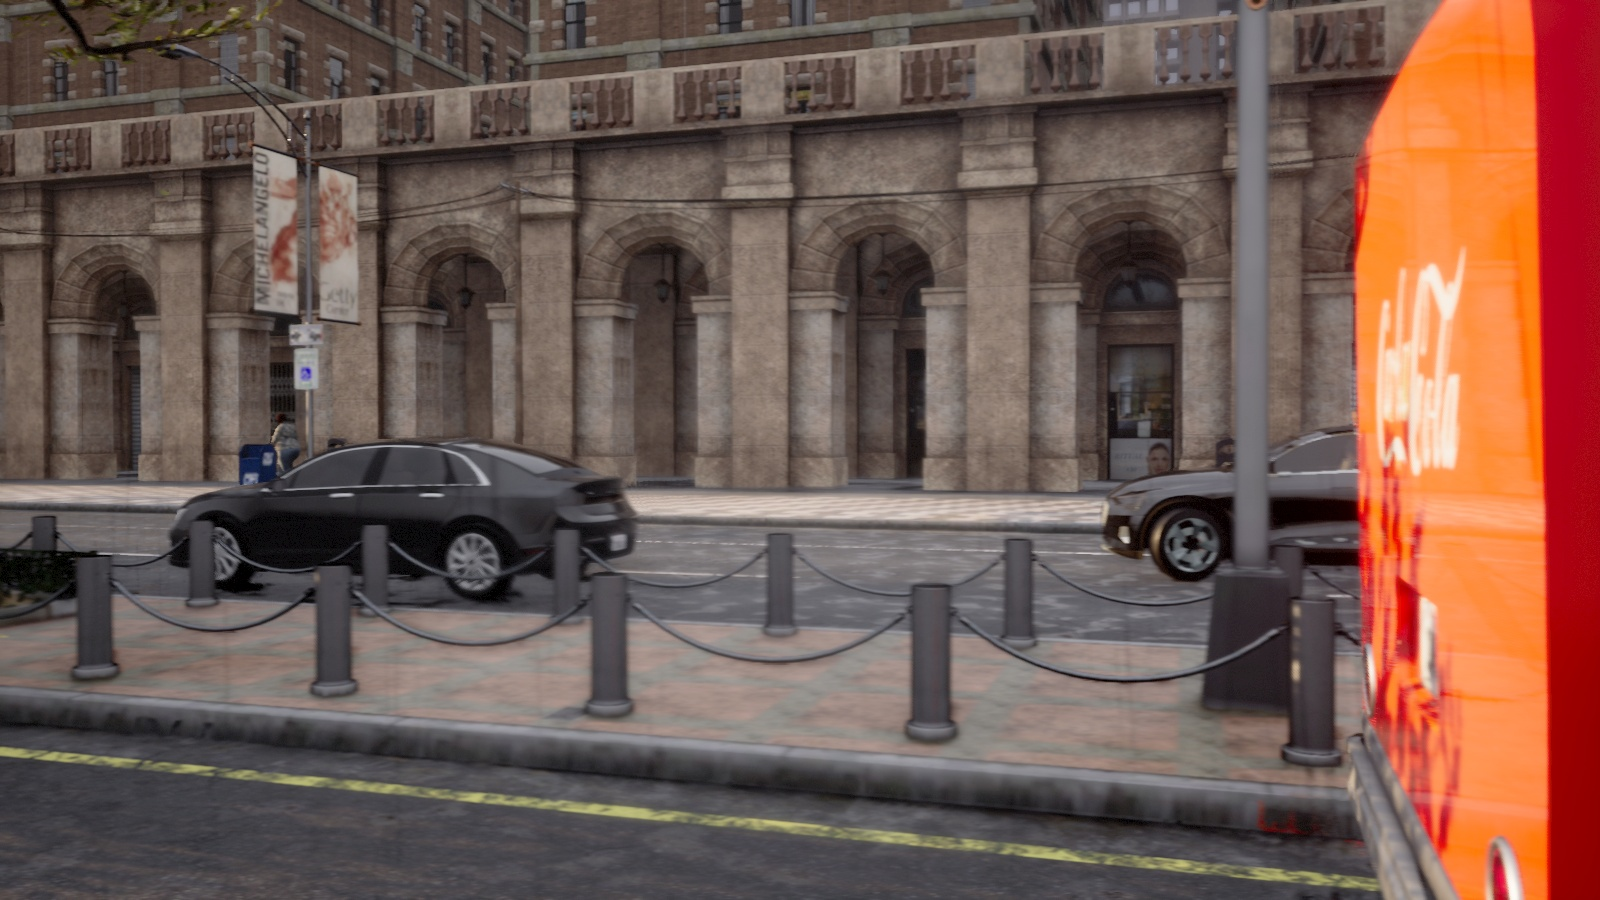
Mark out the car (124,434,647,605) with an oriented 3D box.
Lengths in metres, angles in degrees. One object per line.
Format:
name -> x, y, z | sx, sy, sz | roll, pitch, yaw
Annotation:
car -> -4.195, 0.598, 12.798 | 4.892, 1.490, 1.837 | 1, 1, 17

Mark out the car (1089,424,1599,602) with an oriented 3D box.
car -> 5.656, 0.565, 13.418 | 4.856, 1.649, 2.033 | 1, 1, 17

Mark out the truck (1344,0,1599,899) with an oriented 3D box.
truck -> 3.802, 0.337, 1.968 | 5.204, 2.467, 2.627 | 0, 1, 18

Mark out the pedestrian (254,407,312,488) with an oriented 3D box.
pedestrian -> -12.125, -0.066, 29.472 | 0.900, 1.855, 0.874 | 1, 1, 17
